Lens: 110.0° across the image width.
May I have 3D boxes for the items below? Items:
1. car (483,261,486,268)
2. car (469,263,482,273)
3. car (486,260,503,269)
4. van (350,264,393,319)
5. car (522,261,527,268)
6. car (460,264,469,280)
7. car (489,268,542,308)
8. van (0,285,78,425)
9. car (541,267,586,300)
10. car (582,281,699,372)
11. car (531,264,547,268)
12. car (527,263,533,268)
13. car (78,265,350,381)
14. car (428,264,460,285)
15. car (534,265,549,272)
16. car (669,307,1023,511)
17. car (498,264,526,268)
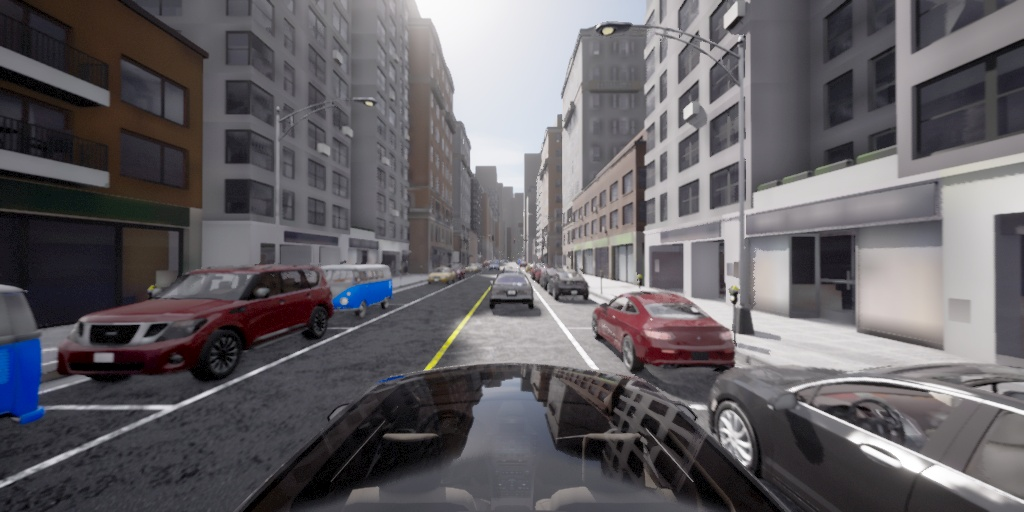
[{"bbox_3d":[-5.734,1.795,57.220,2.007,1.370,4.403,0,0,0],"label":"car"},{"bbox_3d":[-5.727,1.720,51.525,1.751,1.417,4.829,0,0,0],"label":"car"},{"bbox_3d":[-3.073,1.842,62.661,2.033,1.411,5.357,0,-1,0],"label":"car"},{"bbox_3d":[-5.678,1.192,13.015,1.690,1.789,3.998,0,0,0],"label":"van"},{"bbox_3d":[2.798,1.720,51.875,1.751,1.417,4.829,0,0,0],"label":"car"},{"bbox_3d":[-5.708,1.485,35.119,1.967,1.591,4.097,0,0,0],"label":"car"},{"bbox_3d":[-0.015,1.424,15.832,2.033,1.411,5.357,0,0,0],"label":"car"},{"bbox_3d":[-5.668,1.093,1.965,1.690,1.789,3.998,0,0,0],"label":"van"},{"bbox_3d":[2.838,1.451,18.552,2.007,1.370,4.403,0,0,0],"label":"car"},{"bbox_3d":[2.851,1.384,7.500,1.802,1.307,4.207,0,0,0],"label":"car"},{"bbox_3d":[2.825,1.580,29.603,1.802,1.307,4.207,0,0,0],"label":"car"},{"bbox_3d":[2.818,1.486,35.128,1.967,1.591,4.097,0,0,0],"label":"car"},{"bbox_3d":[-5.674,1.117,7.491,2.192,1.841,5.009,0,0,0],"label":"car"},{"bbox_3d":[-5.701,1.522,29.423,1.751,1.417,4.829,0,0,0],"label":"car"},{"bbox_3d":[2.831,1.500,24.077,2.007,1.370,4.403,0,0,0],"label":"car"},{"bbox_3d":[2.858,1.303,1.974,2.007,1.370,4.403,0,0,0],"label":"car"},{"bbox_3d":[-0.033,1.610,30.947,1.895,1.301,4.718,0,0,0],"label":"car"}]
